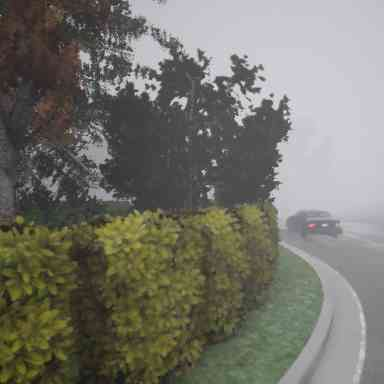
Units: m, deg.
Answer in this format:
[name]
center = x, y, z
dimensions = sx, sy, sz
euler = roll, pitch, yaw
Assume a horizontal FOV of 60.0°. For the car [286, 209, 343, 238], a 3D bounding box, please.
[car]
center = 6.607, 1.671, 18.473
dimensions = 2.033, 1.411, 5.357
euler = -1, -1, 5
